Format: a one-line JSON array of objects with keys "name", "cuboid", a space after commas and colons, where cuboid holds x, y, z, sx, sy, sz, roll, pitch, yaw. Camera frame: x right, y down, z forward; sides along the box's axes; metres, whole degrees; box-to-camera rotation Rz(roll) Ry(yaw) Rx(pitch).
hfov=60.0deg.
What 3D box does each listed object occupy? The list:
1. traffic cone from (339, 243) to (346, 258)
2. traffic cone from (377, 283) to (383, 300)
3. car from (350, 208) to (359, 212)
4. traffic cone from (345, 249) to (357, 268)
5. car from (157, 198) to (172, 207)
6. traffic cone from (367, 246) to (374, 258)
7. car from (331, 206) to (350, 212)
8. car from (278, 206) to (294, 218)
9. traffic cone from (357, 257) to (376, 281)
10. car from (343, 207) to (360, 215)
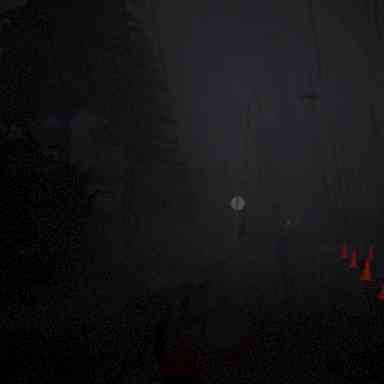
[{"name": "traffic cone", "cuboid": [6.347, 2.437, 13.869, 0.340, 0.580, 0.340, 3, -1, 16]}, {"name": "traffic cone", "cuboid": [4.736, 2.293, 8.091, 0.340, 0.580, 0.340, 3, -1, 16]}, {"name": "car", "cuboid": [37.741, 4.336, 78.535, 4.536, 1.218, 1.853, 4, -1, -44]}, {"name": "traffic cone", "cuboid": [5.810, 2.389, 11.943, 0.340, 0.580, 0.340, 3, -1, 16]}, {"name": "car", "cuboid": [-4.699, 1.715, 56.649, 1.845, 1.501, 3.633, 3, -1, 16]}, {"name": "traffic cone", "cuboid": [7.309, 2.487, 13.600, 0.340, 0.580, 0.340, 3, -1, 16]}, {"name": "car", "cuboid": [35.186, 4.122, 79.660, 3.633, 1.501, 1.845, 3, -1, 27]}, {"name": "car", "cuboid": [12.762, 2.630, 45.329, 2.128, 1.511, 4.902, 3, -1, 17]}, {"name": "traffic cone", "cuboid": [5.273, 2.341, 10.017, 0.340, 0.580, 0.340, 3, -1, 16]}, {"name": "car", "cuboid": [37.769, 4.496, 78.570, 4.974, 1.542, 2.038, 4, -1, -44]}]
